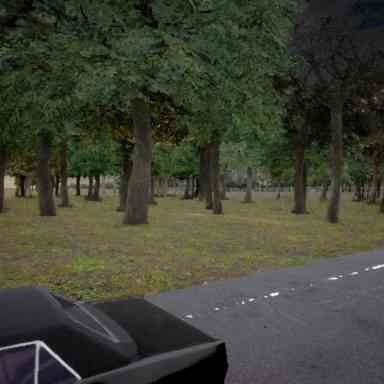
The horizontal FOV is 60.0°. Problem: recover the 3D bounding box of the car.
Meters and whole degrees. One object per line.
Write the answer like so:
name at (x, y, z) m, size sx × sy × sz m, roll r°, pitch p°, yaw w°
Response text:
car at (-2.067, 1.600, 2.520) m, size 4.718 × 1.301 × 1.895 m, roll 0°, pitch 0°, yaw -35°
